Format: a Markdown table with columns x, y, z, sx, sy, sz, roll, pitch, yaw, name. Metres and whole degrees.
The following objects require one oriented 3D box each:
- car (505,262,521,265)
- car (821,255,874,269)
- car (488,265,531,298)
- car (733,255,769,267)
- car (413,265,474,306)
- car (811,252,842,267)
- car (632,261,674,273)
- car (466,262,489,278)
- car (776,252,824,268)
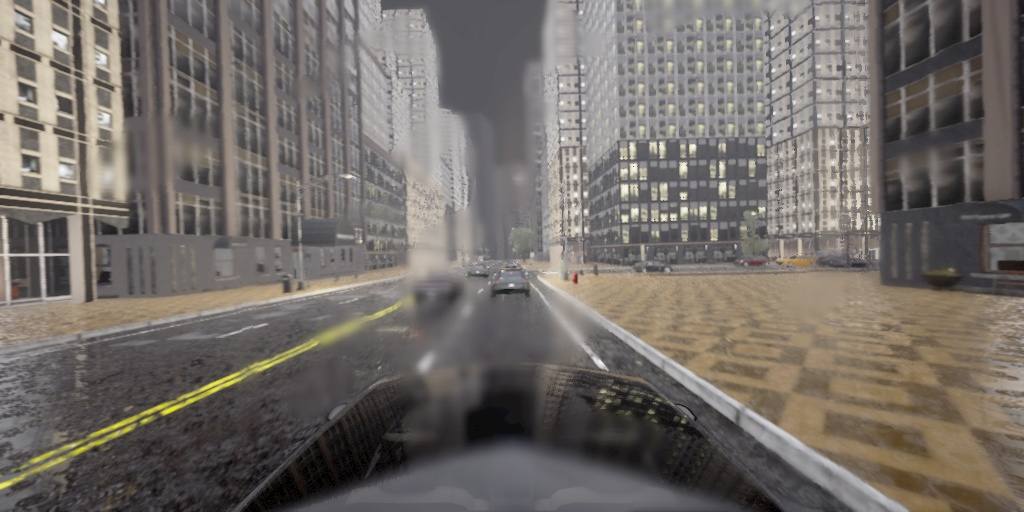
| x | y | z | sx | sy | sz | roll | pitch | yaw | name |
| --- | --- | --- | --- | --- | --- | --- | --- | --- | --- |
| 0.176 | 1.354 | 34.619 | 2.128 | 1.511 | 4.902 | -2 | -1 | 5 | car |
| 38.228 | 0.792 | 40.498 | 4.313 | 1.339 | 1.948 | 0 | 0 | -1 | car |
| -0.034 | 1.364 | 19.068 | 1.994 | 1.385 | 4.181 | -2 | 0 | 0 | car |
| 32.433 | 0.670 | 48.769 | 4.097 | 1.591 | 1.967 | 0 | 0 | -1 | car |
| -3.263 | 1.382 | 16.954 | 2.128 | 1.511 | 4.902 | -2 | 0 | 0 | car |
| 39.506 | 0.671 | 43.201 | 4.892 | 1.490 | 1.837 | -2 | 1 | -1 | car |
| 15.670 | 1.223 | 39.936 | 4.403 | 1.370 | 2.007 | 0 | 0 | -1 | car |
| -3.388 | 1.594 | 37.427 | 1.994 | 1.385 | 4.181 | -1 | -1 | 0 | car |
| 36.789 | 0.657 | 46.195 | 5.008 | 1.535 | 1.882 | -1 | 1 | -1 | car |
